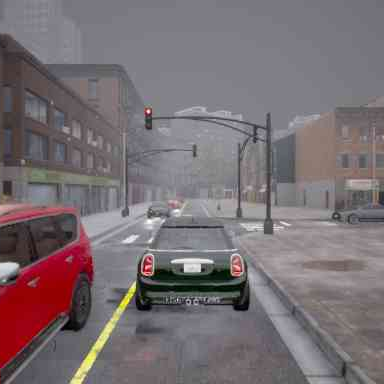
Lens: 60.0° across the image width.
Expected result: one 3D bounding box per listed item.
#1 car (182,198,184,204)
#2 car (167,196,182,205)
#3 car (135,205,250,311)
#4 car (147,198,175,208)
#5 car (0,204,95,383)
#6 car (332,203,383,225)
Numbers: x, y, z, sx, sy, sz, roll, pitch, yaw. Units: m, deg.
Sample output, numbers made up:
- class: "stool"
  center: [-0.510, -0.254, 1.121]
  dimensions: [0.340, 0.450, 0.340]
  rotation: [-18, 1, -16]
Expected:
- class: "car"
  center: [-2.643, 1.593, 67.101]
  dimensions: [2.033, 1.411, 5.357]
  rotation: [0, 0, 1]
- class: "car"
  center: [-2.762, 1.368, 44.785]
  dimensions: [2.097, 1.767, 4.553]
  rotation: [0, 0, 0]
- class: "car"
  center: [0.023, 1.352, 7.933]
  dimensions: [2.097, 1.767, 4.553]
  rotation: [0, 0, 0]
- class: "car"
  center: [-2.793, 1.509, 29.234]
  dimensions: [1.837, 1.490, 4.892]
  rotation: [0, 0, 0]
- class: "car"
  center: [-2.843, 1.221, 3.914]
  dimensions: [2.150, 2.045, 5.566]
  rotation: [0, 0, 0]
- class: "car"
  center: [12.059, 1.489, 23.257]
  dimensions: [4.181, 1.385, 1.994]
  rotation: [0, 0, 0]
